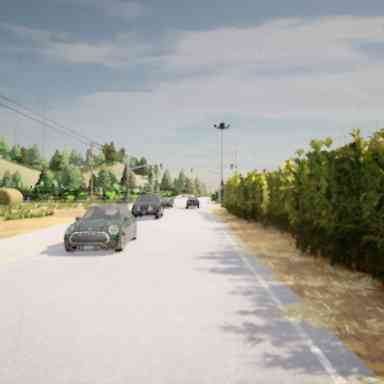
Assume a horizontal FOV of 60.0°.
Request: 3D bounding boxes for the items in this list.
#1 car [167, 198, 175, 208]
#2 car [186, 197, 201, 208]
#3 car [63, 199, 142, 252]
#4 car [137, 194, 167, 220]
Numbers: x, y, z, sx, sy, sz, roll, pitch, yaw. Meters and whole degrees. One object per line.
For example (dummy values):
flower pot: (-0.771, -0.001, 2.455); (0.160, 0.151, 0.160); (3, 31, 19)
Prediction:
car: (-3.391, 1.534, 46.325); (2.033, 1.411, 5.357); (0, 0, 1)
car: (0.175, 1.456, 45.975); (1.837, 1.490, 4.892); (0, 0, 2)
car: (-3.594, 1.344, 13.798); (2.097, 1.767, 4.553); (0, 0, 0)
car: (-3.582, 1.198, 27.788); (2.150, 2.045, 5.566); (0, 0, 0)
